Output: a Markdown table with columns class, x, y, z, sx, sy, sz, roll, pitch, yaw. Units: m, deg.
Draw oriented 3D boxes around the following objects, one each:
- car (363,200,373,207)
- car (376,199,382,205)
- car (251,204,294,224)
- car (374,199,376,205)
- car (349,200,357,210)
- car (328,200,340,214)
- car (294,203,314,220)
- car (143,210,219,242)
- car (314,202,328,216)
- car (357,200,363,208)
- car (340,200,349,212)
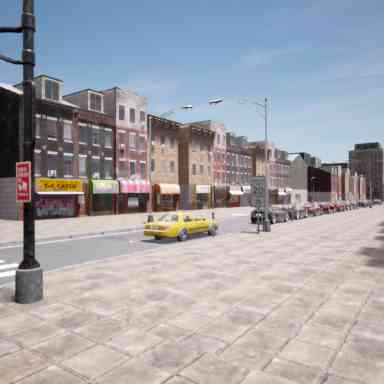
| class | x | y | z | sx | sy | sz | roll | pitch | yaw |
| --- | --- | --- | --- | --- | --- | --- | --- | --- | --- |
| car | 32.107 | 2.145 | 62.605 | 2.008 | 1.369 | 4.403 | -1 | -1 | 35 |
| car | 45.131 | 2.458 | 80.951 | 2.008 | 1.369 | 4.403 | -2 | -2 | 35 |
| car | 6.055 | 1.713 | 25.906 | 1.947 | 1.339 | 4.313 | -1 | -1 | 35 |
| car | 35.362 | 2.210 | 67.191 | 1.887 | 1.381 | 4.507 | -1 | -2 | 35 |
| car | 22.337 | 1.950 | 48.843 | 2.008 | 1.369 | 4.403 | -1 | -1 | 35 |
| car | 15.824 | 1.833 | 39.668 | 1.887 | 1.381 | 4.507 | -1 | -1 | 35 |
| car | 9.311 | 1.741 | 30.494 | 2.008 | 1.369 | 4.403 | -1 | -1 | 35 |
| car | -0.360 | 1.597 | 16.870 | 1.752 | 1.417 | 4.829 | -1 | -1 | 35 |
| car | 12.568 | 1.819 | 35.080 | 1.802 | 1.307 | 4.206 | -1 | -1 | 35 |
| car | 25.593 | 2.011 | 53.430 | 2.008 | 1.369 | 4.403 | -1 | -1 | 35 |
| car | 19.079 | 1.782 | 44.257 | 1.967 | 1.590 | 4.097 | -1 | -1 | 35 |
